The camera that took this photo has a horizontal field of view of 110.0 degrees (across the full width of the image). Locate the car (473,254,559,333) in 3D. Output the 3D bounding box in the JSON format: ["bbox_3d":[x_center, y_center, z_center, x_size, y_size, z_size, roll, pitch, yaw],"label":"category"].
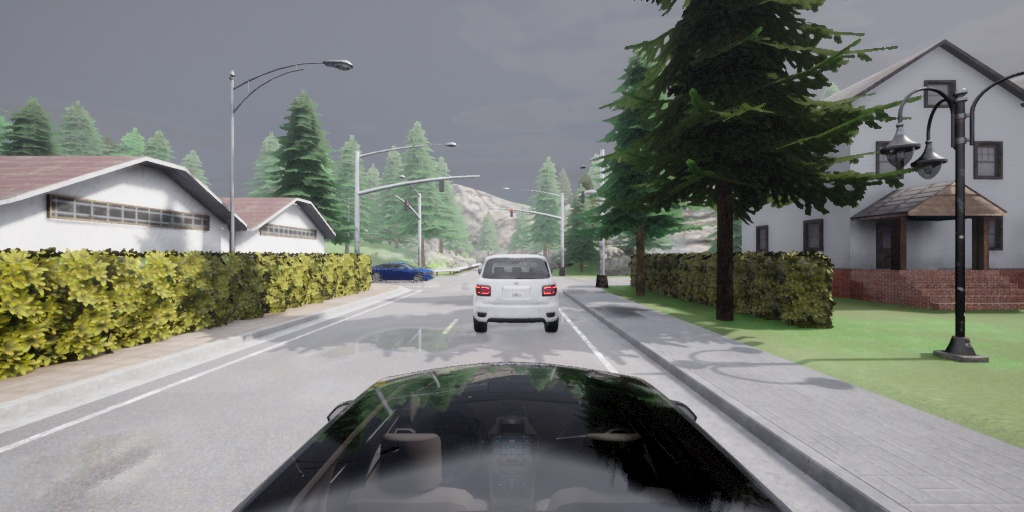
[{"bbox_3d":[0.105,0.971,10.923,2.150,2.045,5.566,0,0,0],"label":"car"}]

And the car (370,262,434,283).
[{"bbox_3d":[-8.450,1.218,27.102,5.008,1.535,1.882,0,0,0],"label":"car"}]
